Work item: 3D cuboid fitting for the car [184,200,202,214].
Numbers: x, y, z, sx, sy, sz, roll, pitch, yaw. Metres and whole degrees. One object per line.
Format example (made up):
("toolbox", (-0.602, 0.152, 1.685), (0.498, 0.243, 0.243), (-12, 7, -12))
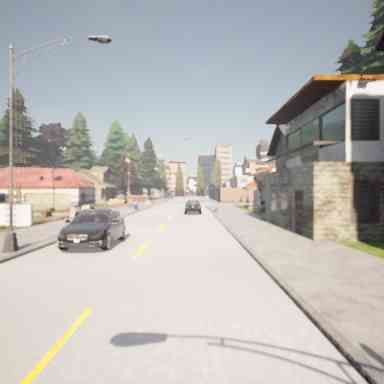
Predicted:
("car", (0.101, 1.549, 35.689), (2.033, 1.411, 5.357), (0, 0, 0))

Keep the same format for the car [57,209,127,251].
("car", (-4.059, 1.507, 14.173), (1.837, 1.490, 4.892), (0, 0, 0))
